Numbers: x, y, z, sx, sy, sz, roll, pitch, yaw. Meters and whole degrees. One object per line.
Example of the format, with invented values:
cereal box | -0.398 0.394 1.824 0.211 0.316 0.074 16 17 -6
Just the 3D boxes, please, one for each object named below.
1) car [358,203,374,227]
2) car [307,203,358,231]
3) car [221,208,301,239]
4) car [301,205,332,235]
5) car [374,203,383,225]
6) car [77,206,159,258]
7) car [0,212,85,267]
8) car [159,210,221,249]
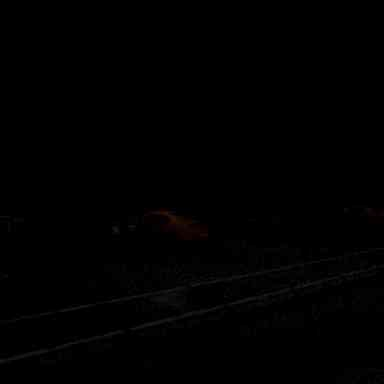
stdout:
car | 10.272 1.611 24.012 4.553 1.767 2.185 -1 -2 32
car | 7.957 1.706 22.171 5.008 1.535 2.097 -1 -1 33
car | 3.205 1.676 18.609 4.792 1.488 2.163 -1 -1 33
car | 5.630 1.705 20.366 4.792 1.488 2.163 -1 -2 33
car | 12.468 1.766 25.910 5.366 1.575 1.946 -1 -1 32
car | -3.897 1.429 13.303 4.553 1.767 2.185 -1 -1 34
car | -6.324 1.526 11.576 4.892 1.521 2.231 -1 -1 34
car | -1.521 1.585 15.059 5.008 1.535 2.097 -1 -1 34
